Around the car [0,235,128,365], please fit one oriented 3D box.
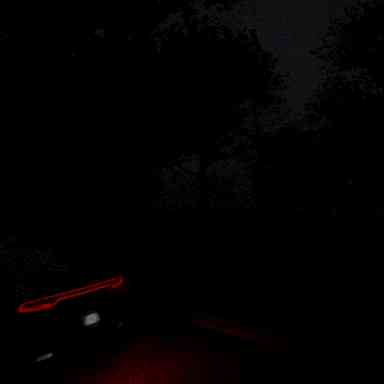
[{"bbox_3d":[-3.309,1.489,5.737,5.008,1.535,1.882,0,0,35],"label":"car"}]
